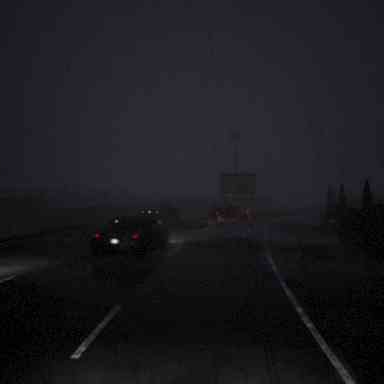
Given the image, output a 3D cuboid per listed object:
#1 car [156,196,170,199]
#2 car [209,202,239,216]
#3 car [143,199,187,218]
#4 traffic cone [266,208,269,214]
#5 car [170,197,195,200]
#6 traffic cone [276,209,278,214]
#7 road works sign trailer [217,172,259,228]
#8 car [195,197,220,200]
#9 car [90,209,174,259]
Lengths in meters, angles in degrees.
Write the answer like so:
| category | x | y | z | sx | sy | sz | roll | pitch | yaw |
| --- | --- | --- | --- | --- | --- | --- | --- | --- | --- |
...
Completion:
| category | x | y | z | sx | sy | sz | roll | pitch | yaw |
| --- | --- | --- | --- | --- | --- | --- | --- | --- | --- |
| car | -5.031 | 1.520 | 55.194 | 1.837 | 1.490 | 4.892 | 0 | 0 | 31 |
| car | 3.233 | 1.630 | 32.561 | 1.895 | 1.301 | 4.718 | 0 | 0 | 22 |
| car | -2.408 | 1.555 | 27.268 | 2.033 | 1.411 | 5.357 | 0 | 0 | 18 |
| traffic cone | 7.826 | 2.001 | 34.551 | 0.340 | 0.580 | 0.340 | 0 | 0 | 19 |
| car | -0.901 | 1.576 | 55.296 | 2.033 | 1.411 | 5.357 | 0 | 0 | 33 |
| traffic cone | 8.771 | 2.003 | 34.224 | 0.340 | 0.580 | 0.340 | 0 | 0 | 19 |
| road works sign trailer | 3.103 | 0.487 | 22.431 | 2.380 | 3.560 | 2.880 | 0 | 0 | 19 |
| car | 3.136 | 1.533 | 54.945 | 2.128 | 1.511 | 4.902 | 0 | 0 | 34 |
| car | -2.189 | 1.564 | 12.721 | 1.994 | 1.385 | 4.181 | 0 | 0 | 9 |
